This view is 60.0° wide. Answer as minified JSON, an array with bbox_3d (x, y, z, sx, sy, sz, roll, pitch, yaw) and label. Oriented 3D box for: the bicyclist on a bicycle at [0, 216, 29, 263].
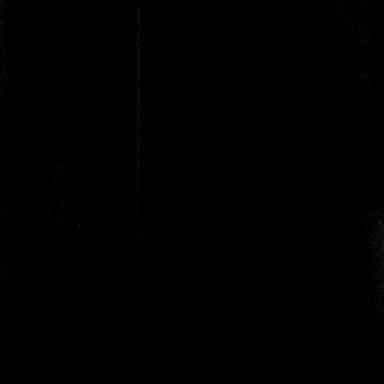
[{"bbox_3d":[-5.734,1.379,9.965,1.656,1.620,0.582,1,0,-45],"label":"bicyclist on a bicycle"}]
